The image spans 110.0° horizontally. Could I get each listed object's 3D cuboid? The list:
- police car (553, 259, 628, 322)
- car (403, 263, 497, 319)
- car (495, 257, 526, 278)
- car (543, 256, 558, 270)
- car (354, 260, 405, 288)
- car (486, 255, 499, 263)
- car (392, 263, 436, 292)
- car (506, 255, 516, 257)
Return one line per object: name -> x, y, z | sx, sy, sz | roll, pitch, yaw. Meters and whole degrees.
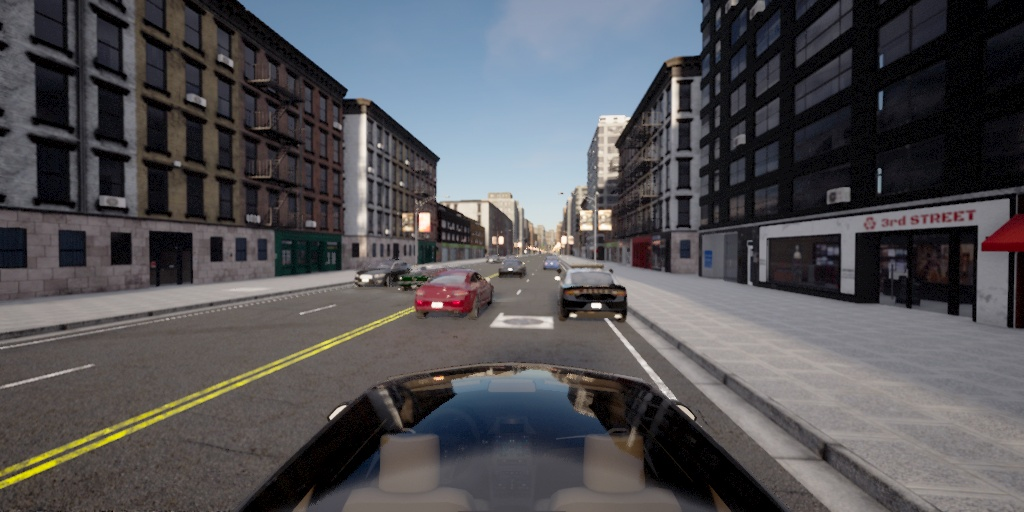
police car -> 2.477, 1.065, 11.933 | 1.930, 1.638, 5.238 | 0, 1, 6
car -> -1.811, 1.156, 12.158 | 1.812, 1.442, 4.674 | 0, 1, 6
car -> 0.084, 0.995, 29.786 | 1.994, 1.385, 4.181 | 0, 1, 6
car -> 4.580, 0.853, 41.407 | 2.033, 1.411, 5.357 | 0, 1, 6
car -> -7.542, 1.005, 21.533 | 2.128, 1.511, 4.902 | 0, 1, 6
car -> -3.219, 0.556, 61.502 | 2.128, 1.511, 4.902 | 0, 1, 6
car -> -4.489, 1.142, 19.542 | 1.895, 1.301, 4.718 | 0, 1, 6
car -> -0.159, 0.581, 59.645 | 2.128, 1.511, 4.902 | 0, 1, 6
